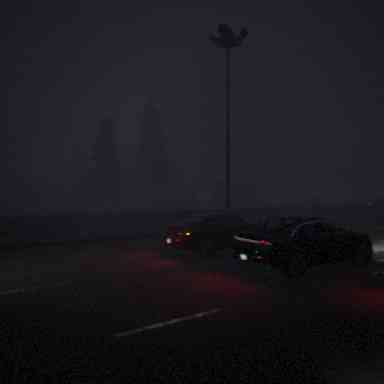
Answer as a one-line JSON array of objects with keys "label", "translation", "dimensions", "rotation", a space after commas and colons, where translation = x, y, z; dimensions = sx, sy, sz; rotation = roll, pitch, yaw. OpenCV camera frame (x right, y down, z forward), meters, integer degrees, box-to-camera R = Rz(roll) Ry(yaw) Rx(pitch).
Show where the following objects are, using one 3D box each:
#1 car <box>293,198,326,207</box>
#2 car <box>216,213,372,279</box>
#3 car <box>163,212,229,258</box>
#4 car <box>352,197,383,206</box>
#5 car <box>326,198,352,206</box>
[{"label": "car", "translation": [15.467, 1.472, 43.504], "dimensions": [4.674, 1.442, 1.812], "rotation": [0, 0, -22]}, {"label": "car", "translation": [3.406, 1.479, 9.965], "dimensions": [4.902, 1.511, 2.128], "rotation": [0, 0, -32]}, {"label": "car", "translation": [1.162, 1.505, 12.694], "dimensions": [4.674, 1.442, 1.812], "rotation": [0, 0, -32]}, {"label": "car", "translation": [21.293, 1.316, 38.238], "dimensions": [4.553, 1.767, 2.097], "rotation": [0, 0, -20]}, {"label": "car", "translation": [19.738, 1.434, 41.405], "dimensions": [5.008, 1.535, 1.882], "rotation": [0, 0, -20]}]
